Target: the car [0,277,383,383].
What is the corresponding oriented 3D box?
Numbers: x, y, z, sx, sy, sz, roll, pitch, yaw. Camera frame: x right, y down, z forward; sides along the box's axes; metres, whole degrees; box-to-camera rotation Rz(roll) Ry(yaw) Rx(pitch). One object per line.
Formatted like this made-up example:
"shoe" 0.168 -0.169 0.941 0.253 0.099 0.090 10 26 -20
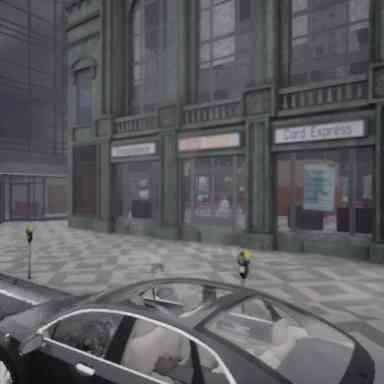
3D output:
"car" -0.347 1.551 3.201 4.403 1.369 2.008 0 0 35
